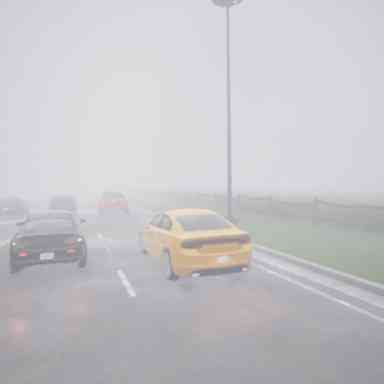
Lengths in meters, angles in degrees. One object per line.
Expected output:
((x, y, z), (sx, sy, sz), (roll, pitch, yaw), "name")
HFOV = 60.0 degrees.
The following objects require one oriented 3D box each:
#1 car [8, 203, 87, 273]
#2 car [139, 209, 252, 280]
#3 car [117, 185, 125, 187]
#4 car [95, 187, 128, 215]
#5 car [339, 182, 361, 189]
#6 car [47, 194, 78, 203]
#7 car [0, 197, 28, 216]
((-4.199, 1.294, 9.972), (1.812, 1.442, 4.674), (-1, 2, -20), "car")
((-0.208, 1.210, 9.295), (1.882, 1.535, 5.008), (-1, 2, -20), "car")
((-18.739, -0.924, 85.240), (3.866, 1.878, 1.905), (-1, 2, -20), "car")
((-6.320, 0.703, 25.912), (2.097, 1.767, 4.553), (-1, 2, -20), "car")
((34.229, -1.284, 72.155), (1.932, 1.855, 4.605), (-1, 2, -20), "car")
((-9.723, 0.927, 25.039), (1.837, 1.490, 4.892), (-1, 2, -20), "car")
((-13.144, 1.056, 24.203), (1.994, 1.385, 4.181), (-1, 2, -20), "car")
